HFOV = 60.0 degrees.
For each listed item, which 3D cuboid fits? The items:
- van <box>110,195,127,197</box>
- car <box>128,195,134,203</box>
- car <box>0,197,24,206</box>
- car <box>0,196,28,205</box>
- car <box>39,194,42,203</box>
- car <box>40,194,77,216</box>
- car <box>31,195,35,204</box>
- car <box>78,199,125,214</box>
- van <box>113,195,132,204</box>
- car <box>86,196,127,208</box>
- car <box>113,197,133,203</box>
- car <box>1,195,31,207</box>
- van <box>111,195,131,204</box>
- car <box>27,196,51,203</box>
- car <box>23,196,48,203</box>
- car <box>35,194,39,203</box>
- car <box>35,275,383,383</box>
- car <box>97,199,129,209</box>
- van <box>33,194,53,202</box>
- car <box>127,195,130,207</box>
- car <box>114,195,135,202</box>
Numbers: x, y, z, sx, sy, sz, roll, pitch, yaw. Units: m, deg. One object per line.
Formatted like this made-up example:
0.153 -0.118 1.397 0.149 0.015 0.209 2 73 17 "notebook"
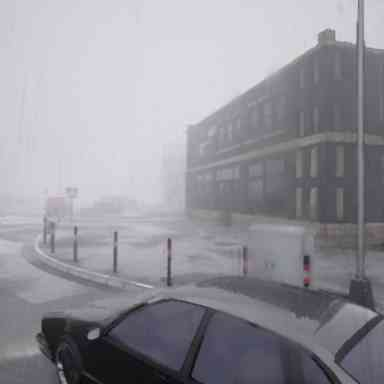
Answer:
-11.993 1.700 47.292 4.442 1.987 1.878 1 0 -9 "van"
-13.894 1.700 60.933 5.566 2.045 2.435 1 0 -9 "car"
-34.553 1.731 62.414 5.008 1.535 2.097 1 0 -9 "car"
-34.988 1.612 65.137 4.553 1.767 2.185 1 0 -9 "car"
-36.188 1.766 73.320 4.892 1.521 2.231 1 0 -9 "car"
-15.083 1.559 37.916 2.150 2.045 5.566 1 -1 -9 "car"
-35.400 1.620 67.862 4.553 1.767 2.185 1 0 -9 "car"
-10.669 1.902 39.052 4.792 1.488 2.163 1 -1 -9 "car"
-16.698 1.775 80.184 4.442 1.987 1.878 1 0 -9 "van"
-11.415 1.786 44.437 4.553 1.767 2.185 1 0 -9 "car"
-17.251 2.051 83.037 4.674 1.452 2.002 1 0 -9 "car"
-28.614 1.255 54.238 2.097 1.767 4.553 1 0 -9 "car"
-16.516 1.761 77.403 4.442 1.987 1.878 1 0 -9 "van"
-37.423 1.803 81.498 4.892 1.521 2.231 1 0 -9 "car"
-37.012 1.790 78.772 4.892 1.521 2.231 1 0 -9 "car"
-35.750 1.629 70.599 4.553 1.767 2.185 1 0 -9 "car"
0.415 1.610 3.231 5.357 1.411 2.033 0 -1 43 "car"
-13.124 1.943 55.555 5.008 1.535 2.097 1 0 -9 "car"
-37.741 1.592 84.365 4.442 1.987 1.878 1 0 -9 "van"
-12.655 1.814 52.689 4.553 1.767 2.185 1 0 -9 "car"
-18.494 1.799 91.158 5.566 2.045 2.435 1 0 -9 "car"
